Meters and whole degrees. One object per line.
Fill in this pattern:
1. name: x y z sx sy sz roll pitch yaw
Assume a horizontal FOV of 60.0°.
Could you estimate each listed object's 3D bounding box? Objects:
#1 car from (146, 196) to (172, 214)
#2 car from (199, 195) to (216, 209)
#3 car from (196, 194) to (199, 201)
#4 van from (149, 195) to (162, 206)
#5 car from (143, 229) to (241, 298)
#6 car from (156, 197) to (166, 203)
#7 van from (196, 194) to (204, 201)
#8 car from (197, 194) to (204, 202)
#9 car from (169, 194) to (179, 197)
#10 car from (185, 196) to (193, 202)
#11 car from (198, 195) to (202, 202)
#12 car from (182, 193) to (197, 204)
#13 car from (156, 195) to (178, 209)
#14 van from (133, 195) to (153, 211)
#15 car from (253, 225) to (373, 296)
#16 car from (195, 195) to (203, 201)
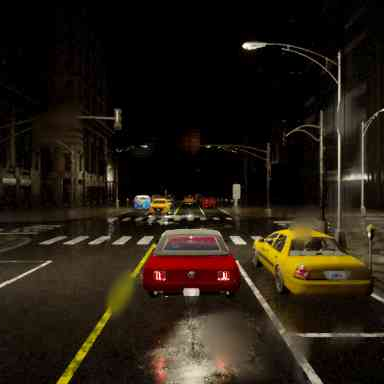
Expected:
1. car: -3.388 1.489 35.254 1.882 1.535 5.008 0 0 -2
2. car: 2.385 1.564 46.475 1.887 1.381 4.507 0 0 0
3. car: 2.238 1.560 63.220 1.752 1.417 4.829 0 0 0
4. van: -6.263 1.370 57.469 1.690 1.788 3.998 0 0 0
5. car: -0.007 1.602 8.490 1.895 1.301 4.718 0 0 0
6. car: -6.356 1.622 68.518 1.802 1.307 4.206 0 0 0
7. van: 2.044 1.398 85.151 1.690 1.788 3.998 0 0 0
8. car: 2.288 1.574 57.525 1.887 1.381 4.507 0 0 0
9. car: -3.551 1.530 55.272 1.837 1.490 4.892 0 0 -1
10. car: -0.647 1.493 76.194 1.895 1.301 4.718 0 0 0
11. car: 2.337 1.569 52.000 1.887 1.381 4.507 0 0 0
12. car: -0.557 1.515 65.745 1.882 1.535 5.008 0 0 0
13. car: -3.476 1.510 45.142 2.128 1.511 4.902 0 0 0
14. van: -6.124 1.356 40.894 1.690 1.788 3.998 0 0 0
15. car: 2.701 1.526 8.553 1.752 1.417 4.829 0 0 0
16. car: 1.996 1.614 90.676 2.008 1.369 4.403 0 0 0
